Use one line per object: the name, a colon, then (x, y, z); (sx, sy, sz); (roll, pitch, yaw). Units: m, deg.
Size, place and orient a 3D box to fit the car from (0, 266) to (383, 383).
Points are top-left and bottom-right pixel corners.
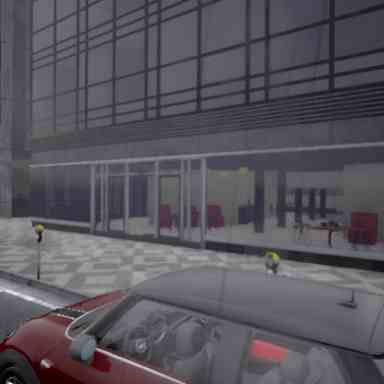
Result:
car: (-0.002, 1.429, 2.962); (4.097, 1.590, 1.967); (1, 1, 35)
